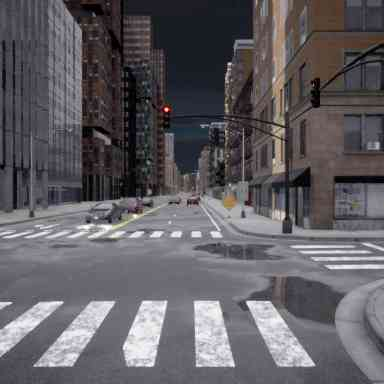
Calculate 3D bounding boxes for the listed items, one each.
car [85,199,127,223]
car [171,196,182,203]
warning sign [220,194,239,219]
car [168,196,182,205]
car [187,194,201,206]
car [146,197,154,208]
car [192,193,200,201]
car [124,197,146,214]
[{"bbox_3d":[-6.605,1.529,25.449,1.812,1.442,4.674,0,0,2],"label":"car"},{"bbox_3d":[-3.146,1.574,69.599,2.033,1.411,5.357,0,0,0],"label":"car"},{"bbox_3d":[2.857,1.119,25.609,1.300,1.860,1.060,0,0,0],"label":"warning sign"},{"bbox_3d":[-3.144,1.620,59.341,1.895,1.301,4.718,0,0,0],"label":"car"},{"bbox_3d":[0.106,1.494,54.800,1.882,1.535,5.008,0,0,0],"label":"car"},{"bbox_3d":[-6.578,1.490,47.390,1.882,1.535,5.008,0,0,0],"label":"car"},{"bbox_3d":[0.985,1.269,85.643,2.150,2.045,5.566,0,0,0],"label":"car"},{"bbox_3d":[-6.593,1.359,35.669,2.097,1.767,4.553,0,0,0],"label":"car"}]
